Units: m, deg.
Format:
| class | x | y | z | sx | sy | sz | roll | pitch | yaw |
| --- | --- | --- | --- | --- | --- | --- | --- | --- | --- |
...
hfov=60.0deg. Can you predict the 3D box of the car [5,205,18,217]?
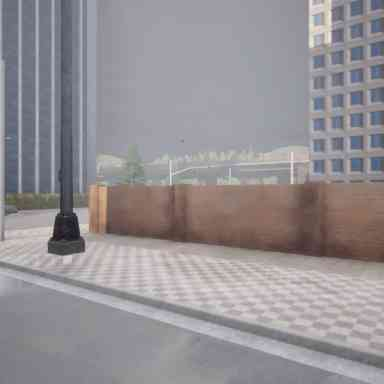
| class | x | y | z | sx | sy | sz | roll | pitch | yaw |
| --- | --- | --- | --- | --- | --- | --- | --- | --- | --- |
| car | -18.278 | 1.547 | 29.290 | 2.033 | 1.411 | 5.357 | 0 | 0 | 32 |
